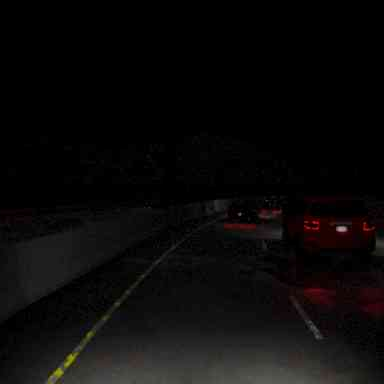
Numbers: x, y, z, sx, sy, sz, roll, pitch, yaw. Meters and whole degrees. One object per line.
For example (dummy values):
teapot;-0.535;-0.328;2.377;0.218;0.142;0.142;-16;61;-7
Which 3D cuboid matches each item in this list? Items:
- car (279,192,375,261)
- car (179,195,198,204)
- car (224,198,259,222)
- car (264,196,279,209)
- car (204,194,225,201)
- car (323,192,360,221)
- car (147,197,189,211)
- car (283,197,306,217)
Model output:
car;4.703;1.139;12.181;2.150;2.045;5.566;0;0;9
car;-0.871;1.180;42.369;1.837;1.490;4.892;0;0;25
car;3.881;1.300;24.578;1.882;1.535;5.008;0;1;16
car;10.053;1.208;40.453;2.128;1.511;4.902;0;1;26
car;3.993;1.072;58.285;1.837;1.490;4.892;0;1;33
car;11.773;1.047;26.636;2.150;2.045;5.566;0;0;18
car;-2.198;1.371;29.443;1.895;1.301;4.718;0;0;18
car;9.355;1.298;30.109;1.837;1.490;4.892;0;0;20
